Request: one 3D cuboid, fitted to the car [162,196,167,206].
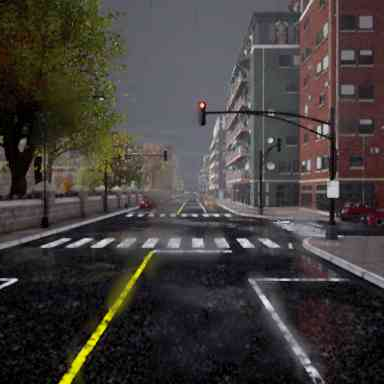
[{"bbox_3d":[-5.661,1.422,55.052,1.967,1.590,4.097,0,0,0],"label":"car"}]

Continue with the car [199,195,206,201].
[{"bbox_3d":[2.739,1.537,88.259,1.887,1.381,4.507,0,0,0],"label":"car"}]

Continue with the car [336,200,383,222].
[{"bbox_3d":[14.632,1.573,27.397,5.009,1.841,2.192,1,-1,0],"label":"car"}]

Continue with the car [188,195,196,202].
[{"bbox_3d":[0.049,1.541,79.700,1.994,1.385,4.181,0,0,0],"label":"car"}]

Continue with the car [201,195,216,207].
[{"bbox_3d":[2.717,1.507,49.682,1.752,1.417,4.829,0,0,0],"label":"car"}]

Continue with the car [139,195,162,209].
[{"bbox_3d":[-5.668,1.296,43.981,2.192,1.841,5.009,0,0,0],"label":"car"}]

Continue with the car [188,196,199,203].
[{"bbox_3d":[0.045,1.532,69.289,2.033,1.411,5.357,0,0,0],"label":"car"}]

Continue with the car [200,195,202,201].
[{"bbox_3d":[2.720,1.527,55.047,1.887,1.381,4.507,0,0,0],"label":"car"}]

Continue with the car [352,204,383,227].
[{"bbox_3d":[14.678,1.835,24.792,4.181,1.385,1.994,1,0,0],"label":"car"}]

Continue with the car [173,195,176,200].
[{"bbox_3d":[-5.644,1.571,82.728,1.802,1.307,4.206,0,0,0],"label":"car"}]

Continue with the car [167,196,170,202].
[{"bbox_3d":[-5.657,1.528,60.587,1.887,1.381,4.507,0,0,0],"label":"car"}]

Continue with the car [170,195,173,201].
[{"bbox_3d":[-5.651,1.567,71.657,1.802,1.307,4.206,0,0,0],"label":"car"}]

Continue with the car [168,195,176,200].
[{"bbox_3d":[-5.638,1.520,93.628,1.752,1.417,4.829,0,0,0],"label":"car"}]

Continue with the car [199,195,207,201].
[{"bbox_3d":[2.736,1.534,82.724,1.887,1.381,4.507,0,0,0],"label":"car"}]
